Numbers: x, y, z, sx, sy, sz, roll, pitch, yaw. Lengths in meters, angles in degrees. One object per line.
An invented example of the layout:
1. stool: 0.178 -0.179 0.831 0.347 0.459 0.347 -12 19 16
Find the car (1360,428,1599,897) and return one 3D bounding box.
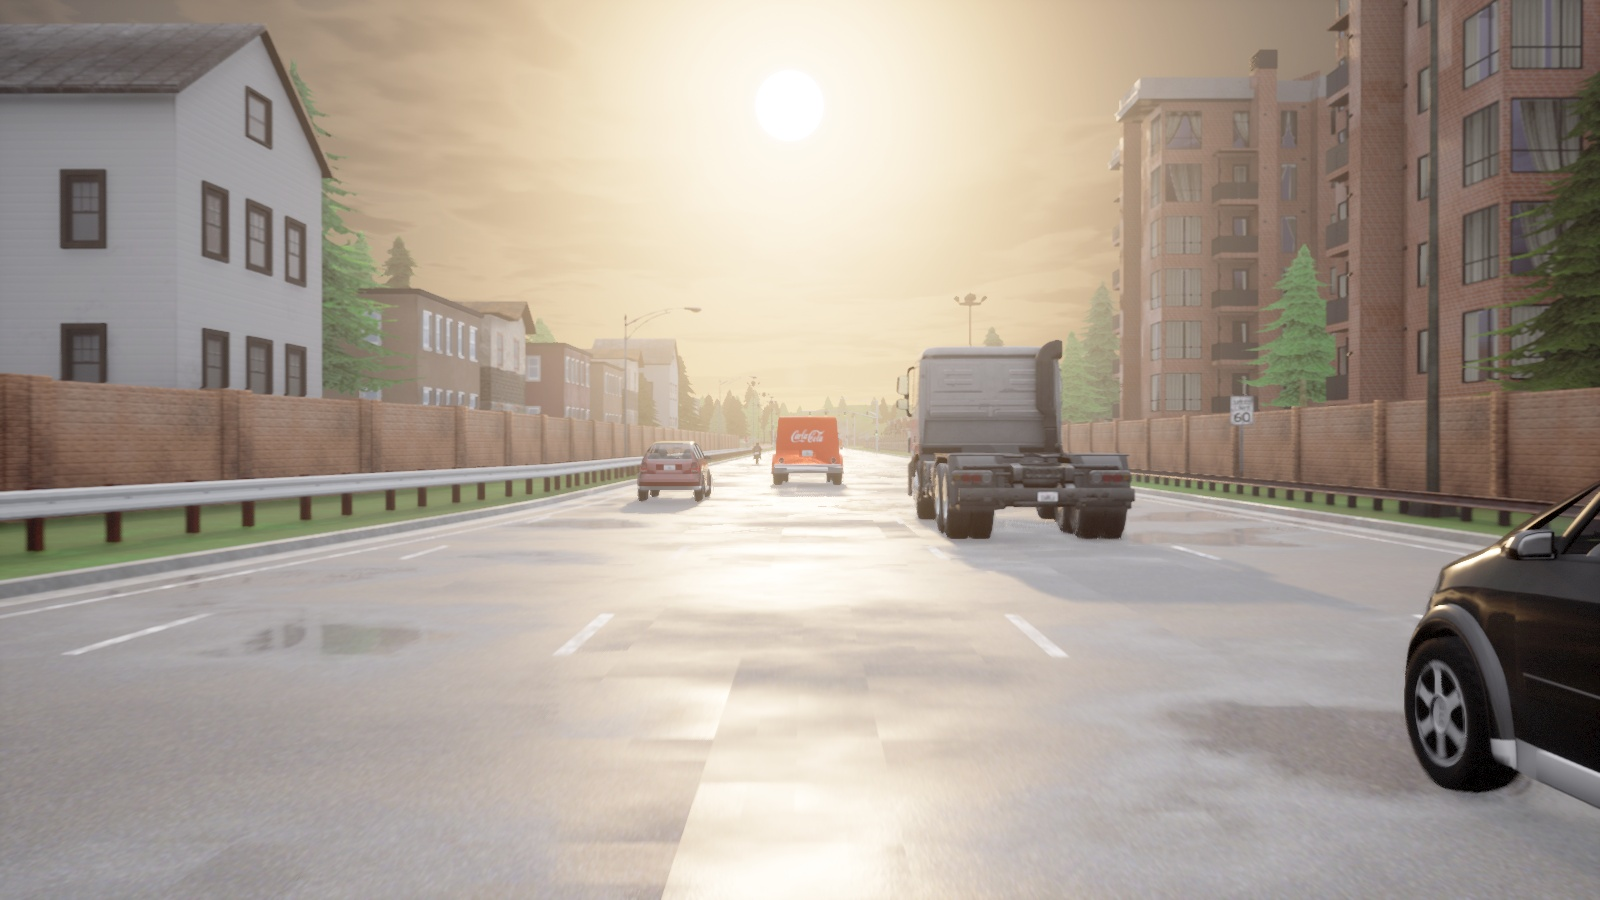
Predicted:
1. car: 3.539 0.702 4.096 1.789 1.549 3.705 0 0 0

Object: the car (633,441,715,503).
1. car: -3.295 0.534 33.461 1.789 1.549 3.705 0 0 0

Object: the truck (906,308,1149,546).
1. truck: 3.642 -0.357 22.231 2.891 3.462 7.936 0 0 0

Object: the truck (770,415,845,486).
1. truck: 0.280 -0.003 46.681 2.627 2.467 5.204 0 0 0
